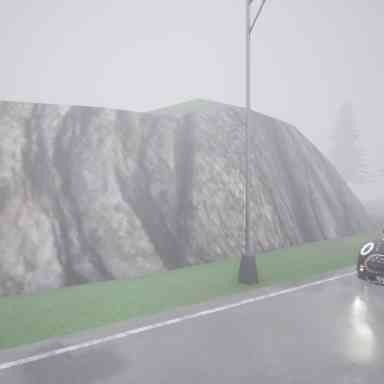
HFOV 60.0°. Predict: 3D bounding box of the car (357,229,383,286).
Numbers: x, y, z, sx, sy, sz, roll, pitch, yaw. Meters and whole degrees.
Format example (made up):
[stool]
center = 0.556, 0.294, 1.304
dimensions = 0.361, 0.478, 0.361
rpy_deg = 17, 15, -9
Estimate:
[car]
center = 6.166, 1.352, 8.377
dimensions = 4.553, 1.767, 2.097
rpy_deg = 0, 0, -35
